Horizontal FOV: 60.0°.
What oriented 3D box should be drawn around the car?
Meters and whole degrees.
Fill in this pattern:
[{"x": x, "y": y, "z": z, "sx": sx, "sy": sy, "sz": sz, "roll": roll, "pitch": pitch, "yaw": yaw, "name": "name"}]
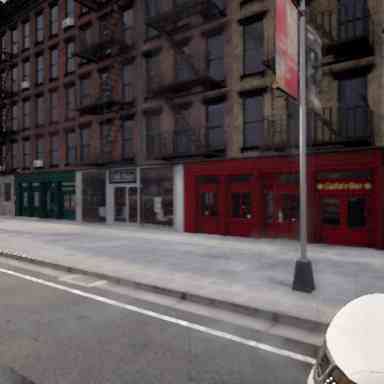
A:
[{"x": 3.322, "y": 1.217, "z": 1.265, "sx": 5.566, "sy": 2.045, "sz": 2.150, "roll": 0, "pitch": 0, "yaw": 36, "name": "car"}]
